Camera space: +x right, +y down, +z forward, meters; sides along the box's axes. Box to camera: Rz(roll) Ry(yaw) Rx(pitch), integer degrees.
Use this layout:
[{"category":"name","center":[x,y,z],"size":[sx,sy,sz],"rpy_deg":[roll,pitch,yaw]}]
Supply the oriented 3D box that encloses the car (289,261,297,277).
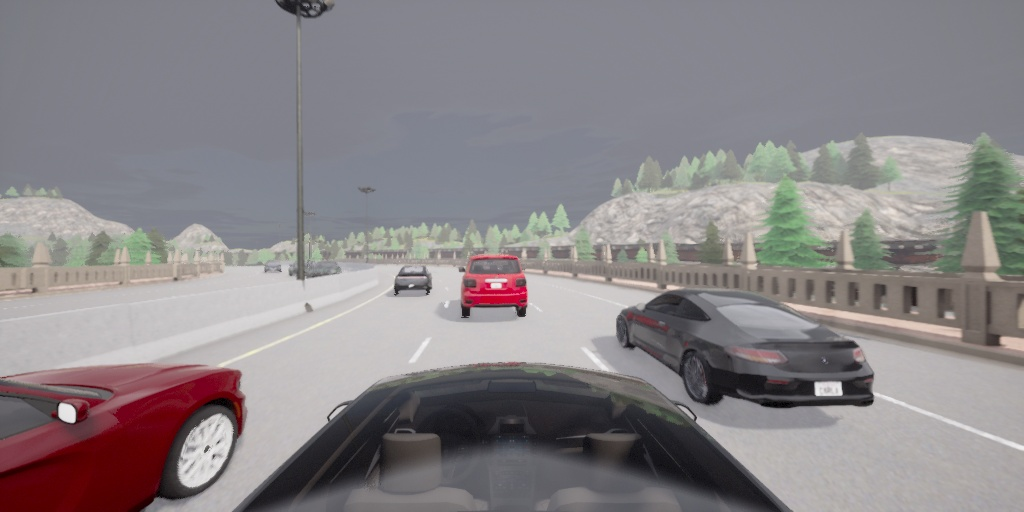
[{"category":"car","center":[-23.065,1.306,39.319],"size":[2.097,1.767,4.553],"rpy_deg":[-1,0,-26]}]

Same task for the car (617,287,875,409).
[{"category":"car","center":[3.310,1.265,6.154],"size":[1.812,1.442,4.674],"rpy_deg":[0,0,-2]}]

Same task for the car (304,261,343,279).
[{"category":"car","center":[-15.426,1.230,29.768],"size":[2.097,1.767,4.553],"rpy_deg":[0,0,-19]}]

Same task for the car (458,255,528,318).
[{"category":"car","center":[-0.792,0.986,13.377],"size":[2.150,2.045,5.566],"rpy_deg":[0,0,-7]}]

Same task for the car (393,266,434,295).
[{"category":"car","center":[-5.460,1.289,20.162],"size":[2.128,1.511,4.902],"rpy_deg":[0,0,-11]}]

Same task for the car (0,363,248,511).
[{"category":"car","center":[-3.535,1.241,1.459],"size":[1.882,1.535,5.008],"rpy_deg":[0,0,1]}]

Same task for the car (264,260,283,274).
[{"category":"car","center":[-32.501,1.586,48.829],"size":[1.812,1.442,4.674],"rpy_deg":[-1,0,-34]}]
